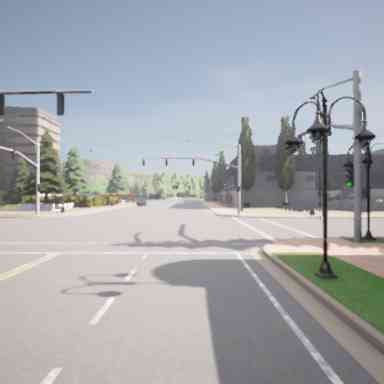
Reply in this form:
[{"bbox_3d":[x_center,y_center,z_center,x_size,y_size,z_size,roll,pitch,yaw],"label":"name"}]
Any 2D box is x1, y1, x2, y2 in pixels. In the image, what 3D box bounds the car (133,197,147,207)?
[{"bbox_3d":[-10.470,2.272,68.761,1.837,1.490,4.892,0,-1,0],"label":"car"}]
